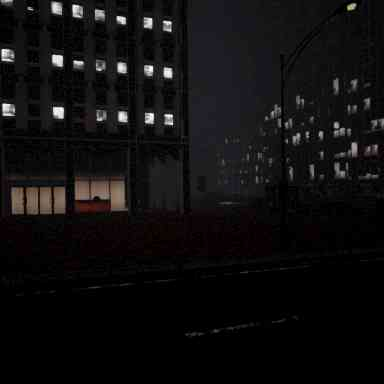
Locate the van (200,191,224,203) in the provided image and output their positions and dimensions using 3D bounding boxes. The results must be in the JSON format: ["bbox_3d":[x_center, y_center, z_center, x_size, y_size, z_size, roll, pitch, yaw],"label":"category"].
[{"bbox_3d":[3.308,0.952,56.071,1.690,1.788,3.998,0,1,-20],"label":"van"}]

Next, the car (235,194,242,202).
[{"bbox_3d":[7.974,1.023,60.173,1.812,1.442,4.674,-1,1,-20],"label":"car"}]

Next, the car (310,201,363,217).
[{"bbox_3d":[12.858,1.434,29.309,1.947,1.339,4.313,0,1,-20],"label":"car"}]

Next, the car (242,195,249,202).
[{"bbox_3d":[11.188,1.059,58.924,1.802,1.307,4.206,0,1,-20],"label":"car"}]

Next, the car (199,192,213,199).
[{"bbox_3d":[3.450,0.705,80.300,1.967,1.590,4.097,0,1,-20],"label":"car"}]

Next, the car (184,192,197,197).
[{"bbox_3d":[-0.418,0.709,90.990,2.008,1.369,4.403,0,1,-20],"label":"car"}]

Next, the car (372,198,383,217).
[{"bbox_3d":[16.801,1.214,26.399,2.097,1.767,4.553,-1,1,-20],"label":"car"}]

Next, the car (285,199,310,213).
[{"bbox_3d":[10.940,1.399,34.661,1.802,1.307,4.206,0,1,-20],"label":"car"}]

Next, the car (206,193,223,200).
[{"bbox_3d":[4.559,0.930,69.609,1.812,1.442,4.674,-1,1,-20],"label":"car"}]

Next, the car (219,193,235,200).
[{"bbox_3d":[7.320,0.953,69.614,1.802,1.307,4.206,0,1,-20],"label":"car"}]

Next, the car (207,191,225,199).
[{"bbox_3d":[5.384,0.633,74.955,2.192,1.841,5.009,0,1,-20],"label":"car"}]

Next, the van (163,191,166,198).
[{"bbox_3d":[-6.364,0.687,82.793,1.690,1.788,3.998,0,1,-20],"label":"van"}]

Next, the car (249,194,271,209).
[{"bbox_3d":[9.061,1.331,40.025,1.947,1.339,4.313,0,1,-20],"label":"car"}]

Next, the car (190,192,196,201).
[{"bbox_3d":[-0.560,1.056,66.763,2.008,1.369,4.403,0,1,-20],"label":"car"}]

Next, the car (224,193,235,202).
[{"bbox_3d":[5.073,1.095,59.057,2.033,1.411,5.357,-1,1,-20],"label":"car"}]
